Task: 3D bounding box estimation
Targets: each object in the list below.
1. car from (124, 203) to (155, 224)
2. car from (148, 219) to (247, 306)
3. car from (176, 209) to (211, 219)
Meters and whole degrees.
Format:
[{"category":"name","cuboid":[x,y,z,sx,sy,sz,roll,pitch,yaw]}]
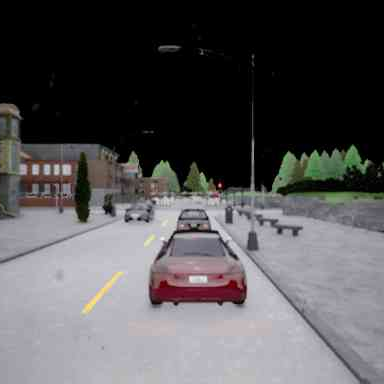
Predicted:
[{"category":"car","cuboid":[-4.040,1.596,26.146,2.128,1.511,4.902,0,0,0]},{"category":"car","cuboid":[0.098,1.596,8.161,1.994,1.385,4.181,0,0,-1]},{"category":"car","cuboid":[0.082,1.619,18.187,2.033,1.411,5.357,0,0,0]}]
